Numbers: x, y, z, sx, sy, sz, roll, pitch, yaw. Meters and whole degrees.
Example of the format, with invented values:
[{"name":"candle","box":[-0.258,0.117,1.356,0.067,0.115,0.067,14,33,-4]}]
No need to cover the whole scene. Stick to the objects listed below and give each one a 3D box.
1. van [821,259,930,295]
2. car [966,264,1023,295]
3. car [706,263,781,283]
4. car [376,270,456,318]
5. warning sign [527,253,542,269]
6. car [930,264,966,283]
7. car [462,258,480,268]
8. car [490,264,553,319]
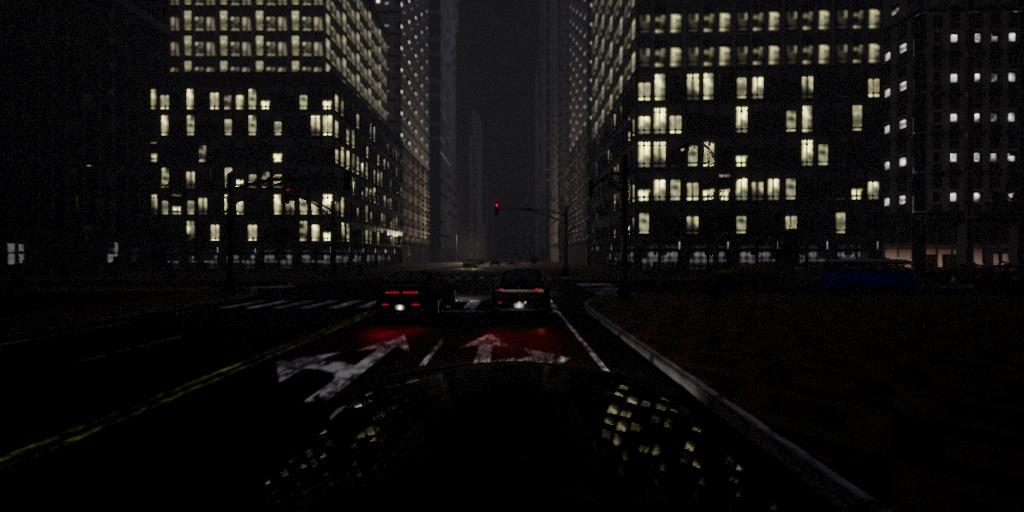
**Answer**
[{"name":"van","box":[18.355,1.059,18.446,3.998,1.789,1.690,0,0,2]},{"name":"car","box":[26.633,1.165,18.260,4.097,1.591,1.967,0,0,2]},{"name":"car","box":[17.082,1.204,26.618,4.829,1.417,1.751,0,0,2]},{"name":"car","box":[-3.194,1.215,12.694,1.837,1.490,4.892,0,0,0]},{"name":"warning sign","box":[2.841,0.747,46.601,1.300,1.860,1.060,0,0,0]},{"name":"car","box":[32.477,1.238,25.936,4.507,1.381,1.888,0,0,2]},{"name":"car","box":[-6.569,1.098,55.859,1.882,1.535,5.008,0,0,0]},{"name":"car","box":[0.393,1.202,12.680,2.128,1.511,4.902,0,0,5]}]
